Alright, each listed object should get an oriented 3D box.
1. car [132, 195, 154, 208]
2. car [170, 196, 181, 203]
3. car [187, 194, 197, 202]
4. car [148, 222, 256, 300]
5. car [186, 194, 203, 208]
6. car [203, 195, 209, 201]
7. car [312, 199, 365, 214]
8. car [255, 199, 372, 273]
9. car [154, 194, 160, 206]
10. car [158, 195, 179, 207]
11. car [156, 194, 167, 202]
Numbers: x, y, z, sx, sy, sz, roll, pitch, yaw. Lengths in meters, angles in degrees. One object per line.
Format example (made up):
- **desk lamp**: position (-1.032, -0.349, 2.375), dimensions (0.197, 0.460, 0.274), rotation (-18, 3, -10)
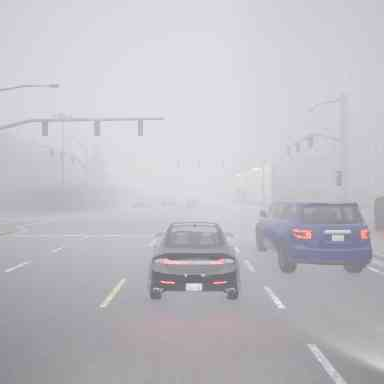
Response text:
- **car**: position (-7.140, 1.352, 47.268), dimensions (2.097, 1.767, 4.553), rotation (0, 0, 2)
- **car**: position (-3.493, 1.540, 71.880), dimensions (2.033, 1.411, 5.357), rotation (0, 0, 0)
- **car**: position (0.010, 1.355, 76.940), dimensions (2.097, 1.767, 4.553), rotation (0, 0, 0)
- **car**: position (0.058, 1.492, 8.391), dimensions (2.128, 1.511, 4.902), rotation (0, 0, 0)
- **car**: position (0.094, 1.491, 49.055), dimensions (2.128, 1.511, 4.902), rotation (0, 0, 0)
- **car**: position (3.509, 1.525, 88.823), dimensions (2.128, 1.511, 4.902), rotation (0, 0, 0)
- **car**: position (15.586, 1.560, 35.628), dimensions (4.892, 1.490, 1.837), rotation (0, 0, 0)
- **car**: position (3.572, 1.221, 10.834), dimensions (2.150, 2.045, 5.566), rotation (0, 0, 0)
- **car**: position (-7.079, 1.352, 56.092), dimensions (2.097, 1.767, 4.553), rotation (0, 0, 0)
- **car**: position (-3.581, 1.547, 51.885), dimensions (2.033, 1.411, 5.357), rotation (0, 0, 0)
- **car**: position (-6.992, 1.355, 76.460), dimensions (2.097, 1.767, 4.553), rotation (0, 0, 0)
